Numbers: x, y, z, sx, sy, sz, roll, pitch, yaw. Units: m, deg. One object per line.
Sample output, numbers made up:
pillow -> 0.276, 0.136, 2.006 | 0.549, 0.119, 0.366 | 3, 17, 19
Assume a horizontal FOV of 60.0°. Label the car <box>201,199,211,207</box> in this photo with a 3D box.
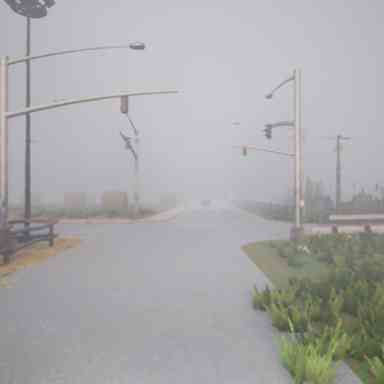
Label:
car -> 2.613, 2.030, 63.972 | 1.882, 1.535, 5.008 | 0, -1, 3
